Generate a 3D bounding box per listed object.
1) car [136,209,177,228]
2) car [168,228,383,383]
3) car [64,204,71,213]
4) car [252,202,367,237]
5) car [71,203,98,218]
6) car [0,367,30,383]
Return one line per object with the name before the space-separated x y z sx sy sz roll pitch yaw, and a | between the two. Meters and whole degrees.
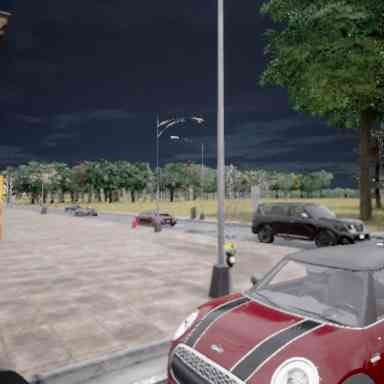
car | -2.989 2.140 27.545 1.994 1.385 4.181 0 -1 -35
car | 1.705 1.470 4.040 4.097 1.590 1.967 1 -1 -36
car | -20.514 2.751 57.206 1.837 1.490 4.892 0 -1 -36
car | 5.338 1.518 15.844 2.150 2.045 5.566 0 -1 -36
car | -13.501 2.501 42.351 1.994 1.385 4.181 0 -1 -35
car | -2.719 1.551 0.881 4.313 1.339 1.947 1 -1 -36
